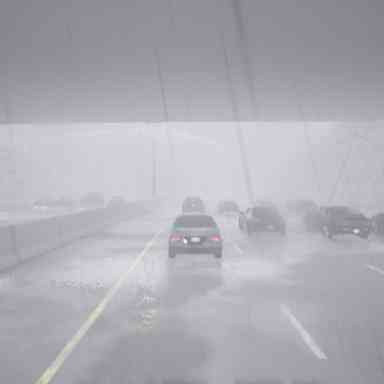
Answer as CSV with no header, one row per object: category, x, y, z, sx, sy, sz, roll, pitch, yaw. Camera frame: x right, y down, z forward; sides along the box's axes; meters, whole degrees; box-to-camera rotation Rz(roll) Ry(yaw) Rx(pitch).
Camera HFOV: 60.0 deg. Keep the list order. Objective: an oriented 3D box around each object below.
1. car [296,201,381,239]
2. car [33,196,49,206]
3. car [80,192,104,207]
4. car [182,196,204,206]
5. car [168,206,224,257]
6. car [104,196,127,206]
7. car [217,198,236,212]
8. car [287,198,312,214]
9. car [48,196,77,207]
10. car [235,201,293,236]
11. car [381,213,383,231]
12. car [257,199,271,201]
car,7.105,1.424,16.790,1.837,1.490,4.892,0,0,0
car,-21.019,1.334,47.681,1.994,1.385,4.181,0,0,0
car,-14.025,0.997,47.150,2.150,2.045,5.566,0,0,0
car,0.122,1.198,32.056,2.097,1.767,4.553,0,0,0
car,0.101,1.486,12.606,2.033,1.411,5.357,0,0,0
car,-10.529,1.281,47.007,1.837,1.490,4.892,0,0,0
car,3.611,1.365,33.569,1.812,1.442,4.674,0,0,0
car,10.623,1.349,32.524,1.837,1.490,4.892,0,0,0
car,-17.531,1.380,45.858,1.895,1.301,4.718,0,0,0
car,3.606,1.441,17.544,1.812,1.442,4.674,0,0,0
car,10.604,1.427,16.229,1.837,1.490,4.892,0,0,0
car,7.124,1.405,33.181,1.994,1.385,4.181,0,0,0
